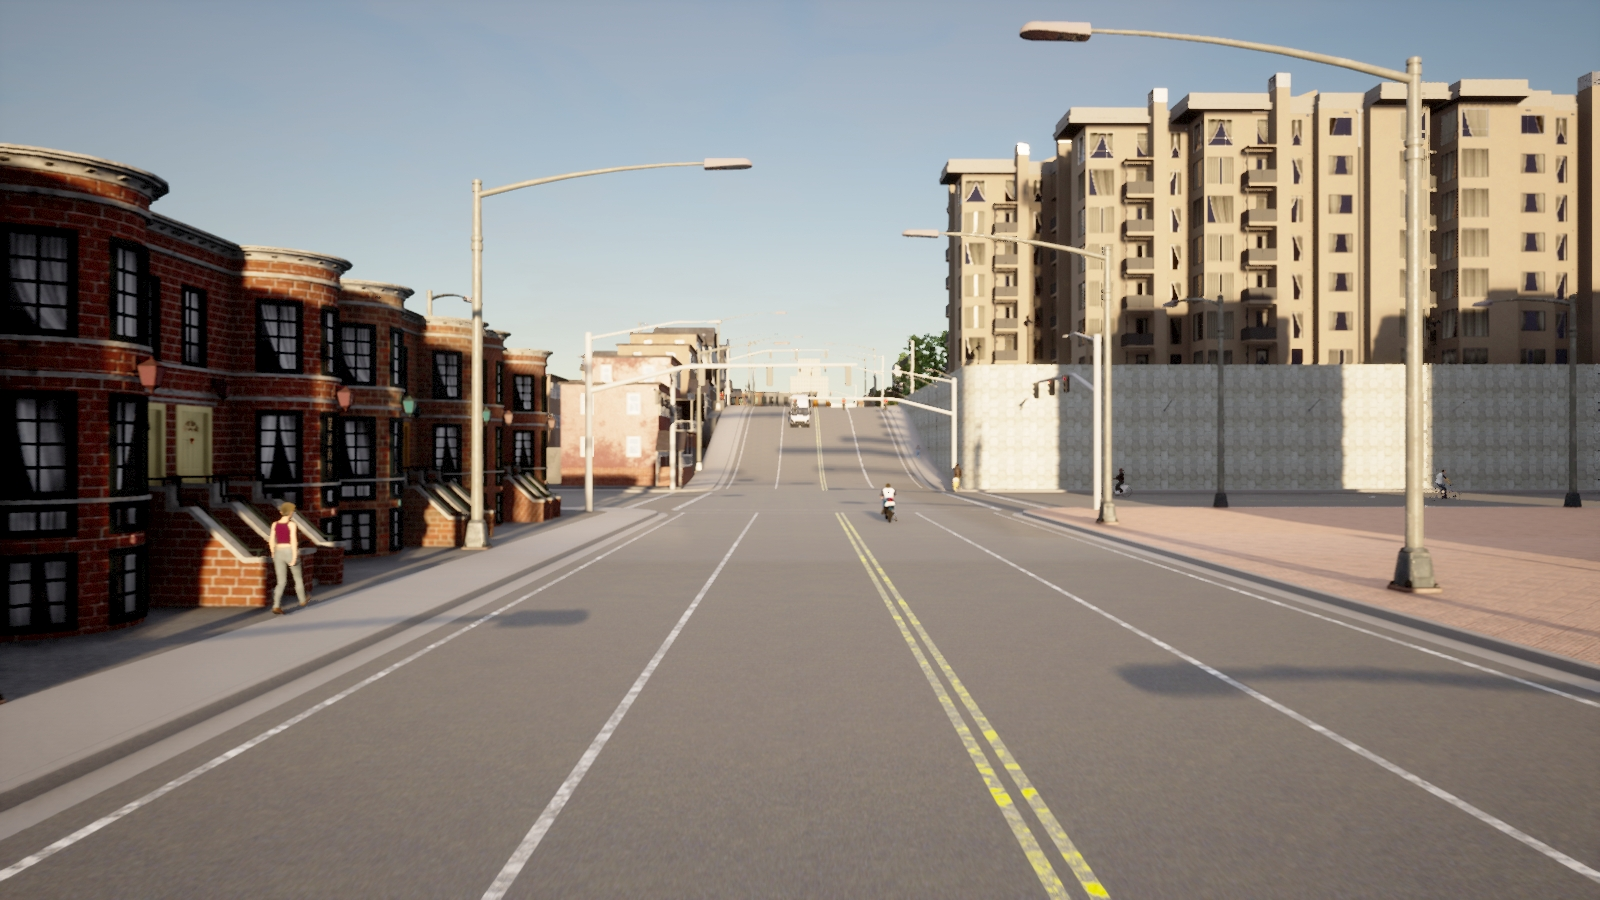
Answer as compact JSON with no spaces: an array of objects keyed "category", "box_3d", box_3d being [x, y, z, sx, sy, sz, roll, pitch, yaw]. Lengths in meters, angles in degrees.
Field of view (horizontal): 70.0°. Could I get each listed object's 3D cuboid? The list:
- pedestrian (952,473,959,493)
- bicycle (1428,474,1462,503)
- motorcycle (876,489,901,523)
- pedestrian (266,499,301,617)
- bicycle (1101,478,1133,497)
[{"category":"pedestrian","box_3d":[10.403,2.195,76.279,0.375,1.300,0.375,0,0,-6]},{"category":"bicycle","box_3d":[35.069,2.084,62.096,1.643,1.521,0.373,0,0,0]},{"category":"motorcycle","box_3d":[3.494,2.217,45.222,0.803,1.224,2.033,0,1,0]},{"category":"pedestrian","box_3d":[-8.303,1.724,18.368,0.375,1.860,0.375,0,0,4]},{"category":"bicycle","box_3d":[19.161,2.288,69.121,1.835,1.126,0.329,0,0,0]}]
